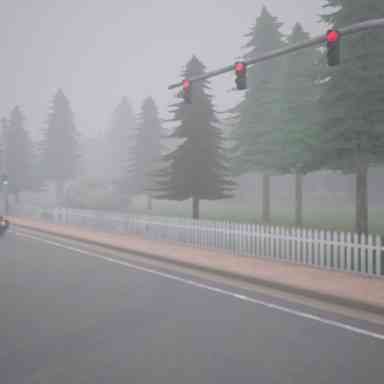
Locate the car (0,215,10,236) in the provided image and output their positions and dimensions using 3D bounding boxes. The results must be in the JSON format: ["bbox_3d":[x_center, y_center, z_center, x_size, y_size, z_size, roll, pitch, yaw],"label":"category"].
[{"bbox_3d":[-10.720,1.466,16.495,1.895,1.301,4.718,-1,1,-44],"label":"car"}]
